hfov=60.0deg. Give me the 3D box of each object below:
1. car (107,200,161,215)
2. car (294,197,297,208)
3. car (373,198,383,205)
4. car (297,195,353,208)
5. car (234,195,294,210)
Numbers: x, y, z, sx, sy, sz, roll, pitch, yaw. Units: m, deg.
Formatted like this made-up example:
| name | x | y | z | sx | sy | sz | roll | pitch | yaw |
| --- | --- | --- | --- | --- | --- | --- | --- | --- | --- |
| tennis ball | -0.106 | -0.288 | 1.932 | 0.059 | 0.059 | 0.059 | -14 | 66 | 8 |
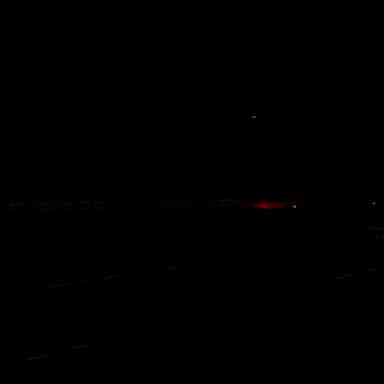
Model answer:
| name | x | y | z | sx | sy | sz | roll | pitch | yaw |
| --- | --- | --- | --- | --- | --- | --- | --- | --- | --- |
| car | -5.256 | 1.516 | 30.332 | 5.008 | 1.535 | 1.882 | 0 | 0 | -35 |
| car | 14.356 | 1.457 | 44.273 | 4.553 | 1.767 | 2.097 | 0 | 0 | -35 |
| car | 25.703 | 1.492 | 43.700 | 4.553 | 1.767 | 2.097 | 0 | 0 | -35 |
| car | 12.283 | 1.296 | 29.934 | 5.566 | 2.045 | 2.150 | 0 | 0 | -36 |
| car | 6.307 | 1.283 | 29.982 | 5.566 | 2.045 | 2.150 | 0 | 0 | -35 |
